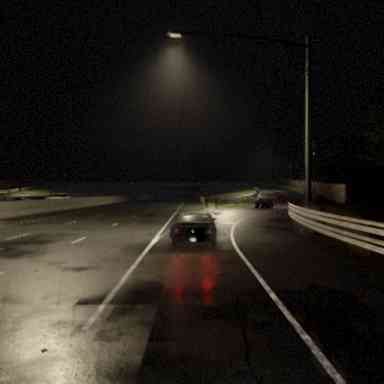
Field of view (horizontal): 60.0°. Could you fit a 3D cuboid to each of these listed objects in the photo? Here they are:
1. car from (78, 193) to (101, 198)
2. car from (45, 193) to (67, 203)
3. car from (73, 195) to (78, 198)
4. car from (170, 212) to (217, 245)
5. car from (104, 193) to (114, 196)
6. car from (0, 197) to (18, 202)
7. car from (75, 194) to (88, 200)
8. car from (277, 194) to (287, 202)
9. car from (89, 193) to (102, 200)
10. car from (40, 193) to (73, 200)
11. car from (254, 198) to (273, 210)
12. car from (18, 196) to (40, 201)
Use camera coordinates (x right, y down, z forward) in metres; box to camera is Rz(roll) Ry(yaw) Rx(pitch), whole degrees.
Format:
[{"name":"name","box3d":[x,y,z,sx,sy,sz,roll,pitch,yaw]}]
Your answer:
[{"name":"car","box3d":[-20.986,1.213,68.613,2.150,2.045,5.566,0,0,0]},{"name":"car","box3d":[-27.986,1.213,68.601,2.150,2.045,5.566,0,0,0]},{"name":"car","box3d":[-24.486,1.466,68.645,1.882,1.535,5.008,0,0,0]},{"name":"car","box3d":[0.194,1.585,15.349,1.895,1.301,4.718,0,0,4]},{"name":"car","box3d":[-20.983,1.149,84.281,1.837,1.490,4.892,0,0,0]},{"name":"car","box3d":[-28.021,1.509,51.985,2.033,1.411,5.357,0,0,1]},{"name":"car","box3d":[-27.983,1.149,84.283,1.837,1.490,4.892,0,0,0]},{"name":"car","box3d":[18.399,1.154,68.168,1.882,1.535,5.008,0,2,17]},{"name":"car","box3d":[-24.483,1.127,84.282,1.882,1.535,5.008,0,0,0]},{"name":"car","box3d":[-21.040,1.183,51.970,2.150,2.045,5.566,0,0,1]},{"name":"car","box3d":[9.630,1.589,44.339,1.812,1.442,4.674,0,0,23]},{"name":"car","box3d":[-24.538,1.440,51.998,1.882,1.535,5.008,0,0,1]}]
